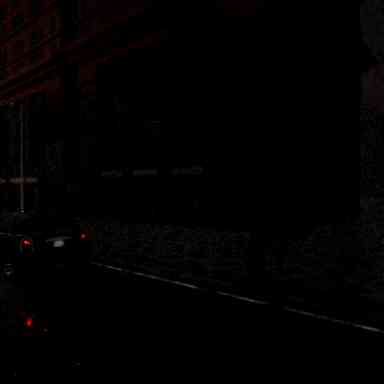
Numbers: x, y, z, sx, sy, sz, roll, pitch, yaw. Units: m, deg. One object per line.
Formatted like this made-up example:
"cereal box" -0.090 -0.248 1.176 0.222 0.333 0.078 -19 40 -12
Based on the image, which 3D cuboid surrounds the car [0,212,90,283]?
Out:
"car" -5.109 1.389 10.119 4.553 1.767 2.097 0 0 41
